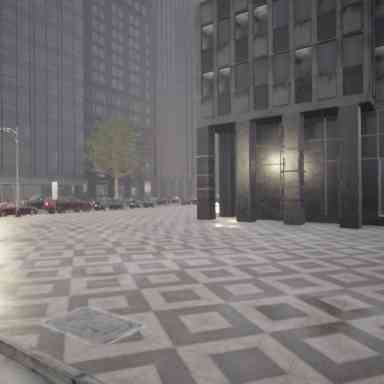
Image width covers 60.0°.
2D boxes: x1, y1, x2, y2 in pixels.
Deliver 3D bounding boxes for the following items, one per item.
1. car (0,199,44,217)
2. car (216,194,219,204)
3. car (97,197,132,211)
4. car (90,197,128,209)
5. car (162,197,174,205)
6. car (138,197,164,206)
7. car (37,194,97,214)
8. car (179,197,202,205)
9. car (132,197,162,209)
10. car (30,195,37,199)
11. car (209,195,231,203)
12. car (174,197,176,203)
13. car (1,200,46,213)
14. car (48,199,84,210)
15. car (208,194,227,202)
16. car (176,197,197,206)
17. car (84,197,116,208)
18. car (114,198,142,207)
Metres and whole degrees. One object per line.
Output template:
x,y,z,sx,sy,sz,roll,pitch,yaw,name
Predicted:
-16.046,1.577,29.882,1.802,1.307,4.206,-1,0,35,car
3.209,1.223,57.700,2.192,1.841,5.009,-1,0,35,car
-9.627,1.525,39.155,1.947,1.339,4.313,-1,0,35,car
-11.521,1.506,46.539,2.128,1.511,4.902,-1,0,35,car
-5.669,1.591,54.922,1.895,1.301,4.718,-1,0,35,car
-7.101,1.545,57.780,1.752,1.417,4.829,-1,0,35,car
-12.839,1.291,34.520,2.192,1.841,5.009,-1,0,35,car
-0.189,1.507,57.294,1.994,1.385,4.181,-1,0,34,car
-6.418,1.510,43.790,1.947,1.339,4.313,-1,0,35,car
-17.241,1.265,38.304,2.150,2.045,5.566,-1,0,35,car
5.489,1.417,65.510,2.128,1.511,4.902,-1,0,35,car
-3.794,1.575,62.557,1.947,1.339,4.313,-1,0,35,car
-19.844,1.644,39.374,1.947,1.339,4.313,-1,0,35,car
-16.634,1.643,44.010,1.802,1.307,4.206,-1,0,35,car
5.834,1.297,76.468,2.192,1.841,5.009,-1,0,35,car
0.001,1.463,53.063,1.887,1.381,4.507,-1,0,35,car
-13.426,1.485,48.647,1.967,1.590,4.097,-1,0,35,car
-10.214,1.614,53.283,1.802,1.307,4.206,-1,0,35,car
